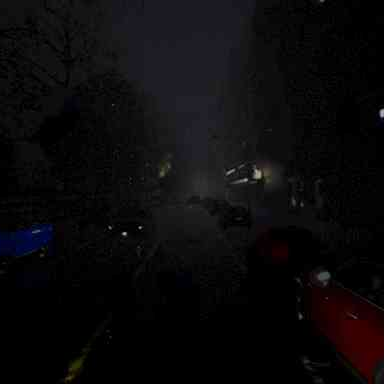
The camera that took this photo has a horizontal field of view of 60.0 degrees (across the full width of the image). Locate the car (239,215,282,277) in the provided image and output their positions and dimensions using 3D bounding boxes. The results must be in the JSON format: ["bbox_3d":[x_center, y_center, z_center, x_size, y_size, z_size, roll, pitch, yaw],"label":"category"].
[{"bbox_3d":[2.693,1.577,9.898,1.802,1.307,4.206,0,0,0],"label":"car"}]

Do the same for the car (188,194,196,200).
[{"bbox_3d":[0.021,1.397,91.845,2.033,1.411,5.357,0,0,0],"label":"car"}]

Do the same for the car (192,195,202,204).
[{"bbox_3d":[0.916,1.490,67.332,1.882,1.535,5.008,0,0,0],"label":"car"}]

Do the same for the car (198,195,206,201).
[{"bbox_3d":[2.710,1.583,88.722,1.887,1.381,4.507,0,0,0],"label":"car"}]

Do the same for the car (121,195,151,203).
[{"bbox_3d":[-5.682,1.306,32.420,2.192,1.841,5.009,0,0,0],"label":"car"}]

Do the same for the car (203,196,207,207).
[{"bbox_3d":[2.701,1.520,43.849,1.752,1.417,4.829,0,0,0],"label":"car"}]

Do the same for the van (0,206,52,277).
[{"bbox_3d":[-5.688,1.336,9.899,1.690,1.788,3.998,0,0,0],"label":"van"}]

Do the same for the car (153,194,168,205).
[{"bbox_3d":[-5.676,1.321,60.574,2.192,1.841,5.009,0,0,0],"label":"car"}]

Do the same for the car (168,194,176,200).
[{"bbox_3d":[-5.670,1.487,94.354,1.967,1.590,4.097,0,0,0],"label":"car"}]

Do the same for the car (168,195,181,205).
[{"bbox_3d":[-3.037,1.530,59.005,1.812,1.442,4.674,0,0,1],"label":"car"}]

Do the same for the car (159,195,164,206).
[{"bbox_3d":[-5.679,1.580,49.311,1.802,1.307,4.206,0,0,0],"label":"car"}]

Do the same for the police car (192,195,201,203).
[{"bbox_3d":[0.917,1.444,73.442,1.930,1.638,5.238,0,0,0],"label":"police car"}]

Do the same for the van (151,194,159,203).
[{"bbox_3d":[-5.680,1.336,43.680,1.690,1.788,3.998,0,0,0],"label":"van"}]

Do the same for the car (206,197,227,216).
[{"bbox_3d":[2.698,1.431,32.418,1.967,1.590,4.097,0,0,0],"label":"car"}]

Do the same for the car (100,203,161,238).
[{"bbox_3d":[-3.097,1.540,17.951,2.033,1.411,5.357,0,0,0],"label":"car"}]

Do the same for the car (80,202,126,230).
[{"bbox_3d":[-5.685,1.557,21.160,1.947,1.339,4.313,0,0,0],"label":"car"}]

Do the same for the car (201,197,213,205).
[{"bbox_3d":[2.703,1.572,60.572,1.947,1.339,4.313,0,0,0],"label":"car"}]

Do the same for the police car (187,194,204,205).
[{"bbox_3d":[0.457,1.429,57.630,1.930,1.638,5.238,0,0,12],"label":"police car"}]

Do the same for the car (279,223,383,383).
[{"bbox_3d":[2.692,1.438,4.267,1.967,1.590,4.097,0,0,0],"label":"car"}]

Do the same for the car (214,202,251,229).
[{"bbox_3d":[2.695,1.557,21.159,1.947,1.339,4.313,0,0,0],"label":"car"}]

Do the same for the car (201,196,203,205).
[{"bbox_3d":[2.701,1.580,49.310,1.802,1.307,4.206,0,0,0],"label":"car"}]

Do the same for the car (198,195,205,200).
[{"bbox_3d":[2.711,1.592,94.353,1.887,1.381,4.507,0,0,0],"label":"car"}]

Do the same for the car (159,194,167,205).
[{"bbox_3d":[-5.678,1.547,54.941,1.887,1.381,4.507,0,0,0],"label":"car"}]
